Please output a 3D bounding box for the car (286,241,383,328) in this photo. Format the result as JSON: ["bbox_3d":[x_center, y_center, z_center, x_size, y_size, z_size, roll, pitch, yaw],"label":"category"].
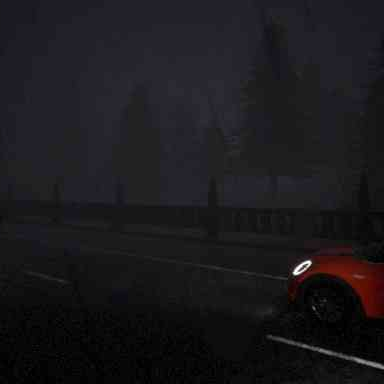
[{"bbox_3d":[3.948,1.353,5.463,4.553,1.767,2.097,0,0,36],"label":"car"}]
